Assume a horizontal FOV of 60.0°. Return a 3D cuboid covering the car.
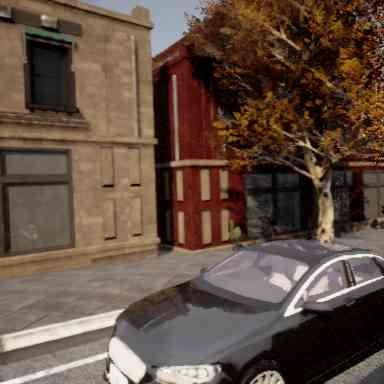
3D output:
[{"bbox_3d":[1.319,1.483,4.513,4.902,1.511,2.128,0,0,-35],"label":"car"}]
